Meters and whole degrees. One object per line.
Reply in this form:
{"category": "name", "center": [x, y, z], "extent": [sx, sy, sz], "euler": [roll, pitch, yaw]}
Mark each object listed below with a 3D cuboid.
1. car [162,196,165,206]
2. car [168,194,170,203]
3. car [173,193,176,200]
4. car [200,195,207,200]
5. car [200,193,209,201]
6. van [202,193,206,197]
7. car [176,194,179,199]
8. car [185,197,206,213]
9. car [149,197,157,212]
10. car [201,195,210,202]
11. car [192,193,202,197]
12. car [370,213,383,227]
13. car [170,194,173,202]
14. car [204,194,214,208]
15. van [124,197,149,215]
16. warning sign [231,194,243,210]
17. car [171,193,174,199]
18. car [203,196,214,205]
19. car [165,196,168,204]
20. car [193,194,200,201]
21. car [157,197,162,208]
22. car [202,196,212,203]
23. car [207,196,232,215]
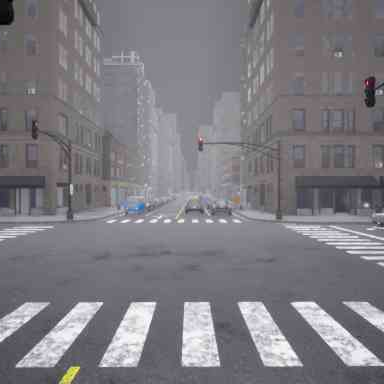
{"category": "car", "center": [-5.602, 1.584, 50.344], "extent": [1.802, 1.307, 4.206], "euler": [0, 0, 0]}
{"category": "car", "center": [-5.544, 1.526, 61.510], "extent": [1.752, 1.417, 4.829], "euler": [0, 0, 0]}
{"category": "car", "center": [-5.457, 1.521, 78.515], "extent": [1.752, 1.417, 4.829], "euler": [0, 0, 0]}
{"category": "car", "center": [3.128, 1.556, 89.989], "extent": [1.947, 1.339, 4.313], "euler": [0, 0, 0]}
{"category": "car", "center": [3.099, 1.308, 84.319], "extent": [2.192, 1.841, 5.009], "euler": [0, 0, 0]}
{"category": "van", "center": [2.952, 1.343, 55.973], "extent": [1.690, 1.788, 3.998], "euler": [0, 0, 0]}
{"category": "car", "center": [-5.397, 1.305, 90.021], "extent": [2.192, 1.841, 5.009], "euler": [0, 0, 0]}
{"category": "car", "center": [0.273, 1.566, 37.302], "extent": [1.994, 1.385, 4.181], "euler": [0, 0, 0]}
{"category": "car", "center": [-5.661, 1.442, 39.007], "extent": [1.967, 1.590, 4.097], "euler": [0, 0, 0]}
{"category": "car", "center": [3.070, 1.435, 78.651], "extent": [1.967, 1.590, 4.097], "euler": [0, 0, 0]}
{"category": "car", "center": [0.389, 1.479, 56.399], "extent": [1.882, 1.535, 5.008], "euler": [0, 0, 0]}
{"category": "car", "center": [13.769, 1.615, 20.622], "extent": [4.718, 1.301, 1.895], "euler": [0, 0, 0]}
{"category": "car", "center": [-5.514, 1.565, 67.348], "extent": [1.947, 1.339, 4.313], "euler": [0, 0, 0]}
{"category": "car", "center": [2.894, 1.442, 44.635], "extent": [1.967, 1.590, 4.097], "euler": [0, 0, 0]}
{"category": "van", "center": [-5.690, 1.342, 33.339], "extent": [1.690, 1.788, 3.998], "euler": [0, 0, 0]}
{"category": "warning sign", "center": [5.268, 1.117, 39.279], "extent": [1.300, 1.860, 1.060], "euler": [0, 0, 0]}
{"category": "car", "center": [-5.485, 1.542, 73.016], "extent": [1.887, 1.381, 4.507], "euler": [0, 0, 0]}
{"category": "car", "center": [2.983, 1.526, 61.812], "extent": [1.752, 1.417, 4.829], "euler": [0, 0, 0]}
{"category": "car", "center": [-5.573, 1.568, 56.012], "extent": [1.947, 1.339, 4.313], "euler": [0, 0, 0]}
{"category": "car", "center": [1.245, 1.446, 89.491], "extent": [1.801, 1.575, 5.366], "euler": [0, 0, 0]}
{"category": "car", "center": [-5.631, 1.568, 44.675], "extent": [1.947, 1.339, 4.313], "euler": [0, 0, 0]}
{"category": "car", "center": [3.011, 1.550, 67.312], "extent": [2.008, 1.369, 4.403], "euler": [0, 0, 0]}
{"category": "car", "center": [2.836, 1.441, 33.297], "extent": [1.967, 1.590, 4.097], "euler": [0, 0, 0]}
